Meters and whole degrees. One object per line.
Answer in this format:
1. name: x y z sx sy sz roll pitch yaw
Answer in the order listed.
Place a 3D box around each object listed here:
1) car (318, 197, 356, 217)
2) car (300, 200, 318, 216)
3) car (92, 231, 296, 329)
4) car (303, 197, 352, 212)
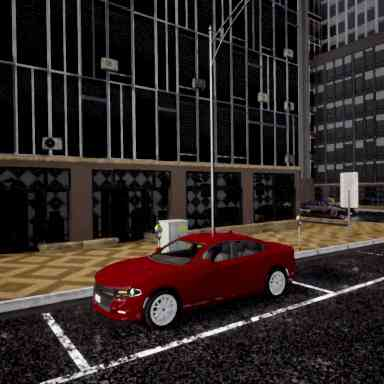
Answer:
1. car: 12.094 1.423 30.646 2.033 1.411 5.357 -1 1 -35
2. car: 8.904 1.452 30.775 2.008 1.369 4.403 -1 1 -35
3. car: 0.246 1.544 6.900 4.507 1.381 1.887 0 -1 -35
4. car: 14.898 1.276 36.726 1.752 1.417 4.829 -1 1 -35
